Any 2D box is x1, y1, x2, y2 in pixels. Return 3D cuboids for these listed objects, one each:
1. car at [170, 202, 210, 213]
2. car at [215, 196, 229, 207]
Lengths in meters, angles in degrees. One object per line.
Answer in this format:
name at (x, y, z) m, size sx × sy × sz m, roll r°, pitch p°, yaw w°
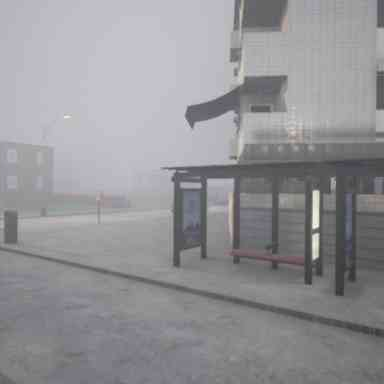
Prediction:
car at (-0.123, 1.306, 32.899) m, size 1.882 × 1.535 × 5.008 m, roll 1°, pitch 0°, yaw 35°
car at (5.160, 1.287, 47.317) m, size 2.128 × 1.511 × 4.902 m, roll 1°, pitch 0°, yaw 36°
